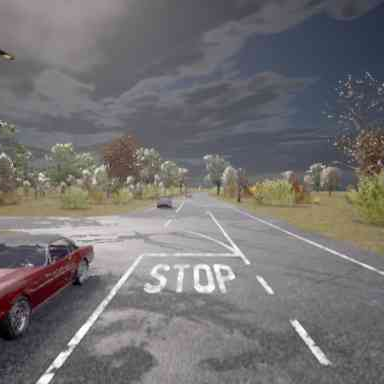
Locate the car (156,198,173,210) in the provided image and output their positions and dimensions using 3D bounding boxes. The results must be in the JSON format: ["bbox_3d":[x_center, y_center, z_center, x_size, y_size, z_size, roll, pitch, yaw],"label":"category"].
[{"bbox_3d":[-3.424,1.455,42.672,2.033,1.411,5.357,0,0,0],"label":"car"}]

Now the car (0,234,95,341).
[{"bbox_3d":[-3.517,1.592,6.614,1.895,1.301,4.718,0,0,0],"label":"car"}]
